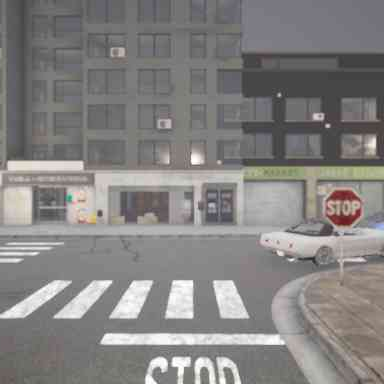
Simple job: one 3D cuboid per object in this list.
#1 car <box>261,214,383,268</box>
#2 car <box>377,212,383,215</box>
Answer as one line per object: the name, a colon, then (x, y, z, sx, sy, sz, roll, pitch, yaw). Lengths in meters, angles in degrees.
car: (4.786, 1.600, 11.193, 4.718, 1.301, 1.895, 0, 0, -24)
car: (8.979, 1.532, 14.455, 5.357, 1.411, 2.033, 0, 0, 0)
